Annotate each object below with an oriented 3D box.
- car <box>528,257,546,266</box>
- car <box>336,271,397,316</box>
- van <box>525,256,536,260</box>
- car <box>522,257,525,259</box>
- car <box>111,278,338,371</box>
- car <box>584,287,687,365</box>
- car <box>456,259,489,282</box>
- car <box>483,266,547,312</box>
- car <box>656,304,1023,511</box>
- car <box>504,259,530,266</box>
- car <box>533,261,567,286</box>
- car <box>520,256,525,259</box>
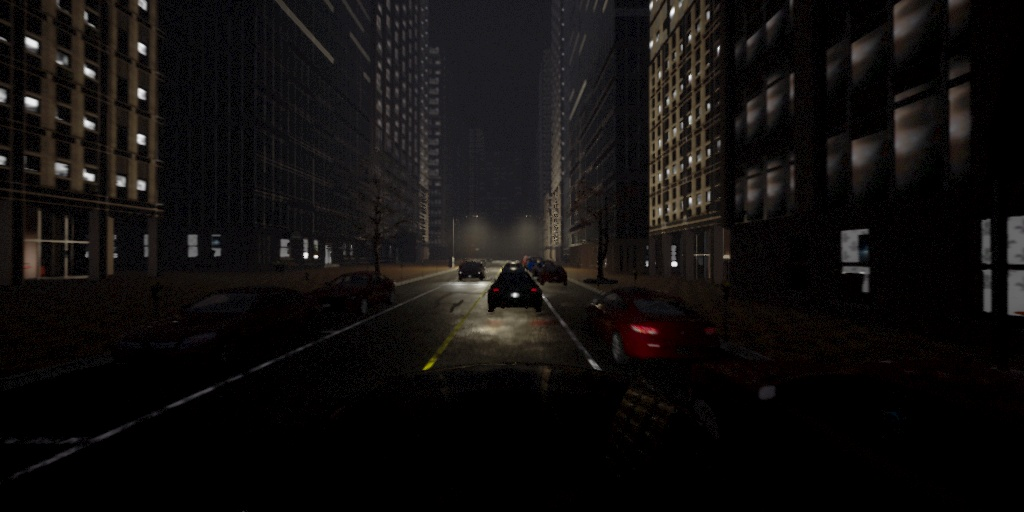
[{"bbox_3d":[2.692,1.105,30.240,1.967,1.591,4.097,0,0,0],"label":"car"},{"bbox_3d":[-5.688,1.262,13.278,1.888,1.381,4.507,0,0,0],"label":"car"},{"bbox_3d":[2.692,0.972,41.522,1.690,1.789,3.998,0,0,0],"label":"van"},{"bbox_3d":[2.692,1.164,47.164,2.007,1.370,4.403,0,0,0],"label":"car"},{"bbox_3d":[-5.688,1.315,7.635,1.802,1.307,4.207,0,0,0],"label":"car"},{"bbox_3d":[2.692,1.315,7.674,1.802,1.307,4.207,0,0,0],"label":"car"},{"bbox_3d":[-3.093,1.196,28.531,1.812,1.442,4.674,0,0,0],"label":"car"},{"bbox_3d":[0.101,1.278,14.079,1.994,1.385,4.181,0,0,0],"label":"car"},{"bbox_3d":[2.693,1.294,2.032,1.888,1.381,4.507,0,0,0],"label":"car"},{"bbox_3d":[0.100,1.219,28.476,2.033,1.411,5.357,0,0,0],"label":"car"},{"bbox_3d":[2.692,1.228,24.598,1.888,1.381,4.507,0,0,0],"label":"car"},{"bbox_3d":[2.692,0.910,52.806,2.192,1.841,5.009,0,0,0],"label":"car"}]
